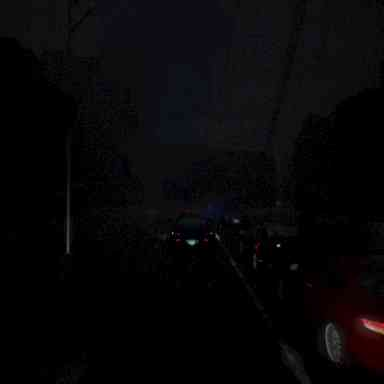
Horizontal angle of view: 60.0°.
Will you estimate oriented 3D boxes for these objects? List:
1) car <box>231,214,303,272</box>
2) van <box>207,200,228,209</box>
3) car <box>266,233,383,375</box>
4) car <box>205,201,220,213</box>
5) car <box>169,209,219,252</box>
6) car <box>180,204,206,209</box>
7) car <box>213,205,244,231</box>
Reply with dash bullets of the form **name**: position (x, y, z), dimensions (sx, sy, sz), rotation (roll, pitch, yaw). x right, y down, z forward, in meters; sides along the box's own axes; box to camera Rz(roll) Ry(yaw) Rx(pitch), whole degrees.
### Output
- **car**: position (2.644, 1.657, 10.939), dimensions (2.008, 1.369, 4.403), rotation (0, -1, 0)
- **van**: position (2.644, 1.670, 32.691), dimensions (1.690, 1.788, 3.998), rotation (0, -1, 0)
- **car**: position (2.644, 1.635, 5.502), dimensions (1.802, 1.307, 4.206), rotation (0, -1, 0)
- **car**: position (2.643, 1.975, 43.733), dimensions (1.752, 1.417, 4.829), rotation (0, -1, 0)
- **car**: position (0.005, 1.666, 14.398), dimensions (1.812, 1.442, 4.674), rotation (0, 0, 0)
- **car**: position (0.004, 1.801, 29.302), dimensions (1.837, 1.490, 4.892), rotation (0, 0, 0)
- **car**: position (2.643, 1.781, 21.814), dimensions (1.947, 1.339, 4.313), rotation (0, -1, 0)
